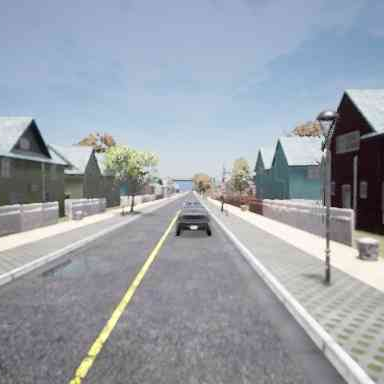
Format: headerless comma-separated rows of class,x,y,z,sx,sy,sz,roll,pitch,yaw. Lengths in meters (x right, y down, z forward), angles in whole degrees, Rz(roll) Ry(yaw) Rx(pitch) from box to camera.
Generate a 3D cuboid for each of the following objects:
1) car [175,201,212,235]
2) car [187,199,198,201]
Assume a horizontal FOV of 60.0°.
car,0.091,1.499,18.812,1.837,1.490,4.892,0,0,0
car,0.080,1.537,42.095,2.033,1.411,5.357,0,0,0
